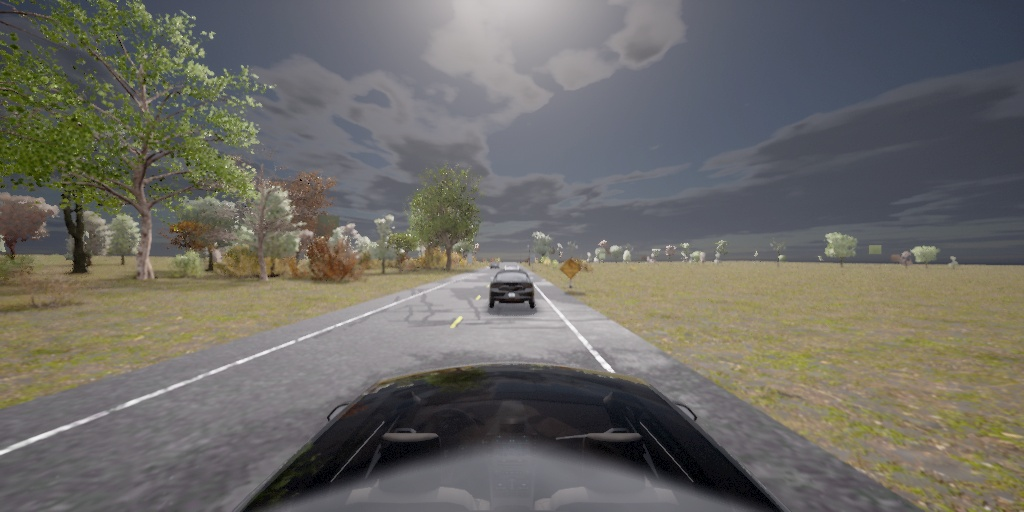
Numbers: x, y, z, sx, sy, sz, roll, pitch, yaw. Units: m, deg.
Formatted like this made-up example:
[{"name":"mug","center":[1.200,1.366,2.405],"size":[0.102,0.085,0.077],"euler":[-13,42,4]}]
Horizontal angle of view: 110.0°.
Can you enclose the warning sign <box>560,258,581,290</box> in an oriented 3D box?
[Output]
[{"name":"warning sign","center":[3.541,1.060,21.630],"size":[1.300,1.860,1.060],"euler":[0,0,0]}]

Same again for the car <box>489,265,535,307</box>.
[{"name":"car","center":[-0.002,1.371,16.356],"size":[1.882,1.535,5.008],"euler":[0,0,0]}]
